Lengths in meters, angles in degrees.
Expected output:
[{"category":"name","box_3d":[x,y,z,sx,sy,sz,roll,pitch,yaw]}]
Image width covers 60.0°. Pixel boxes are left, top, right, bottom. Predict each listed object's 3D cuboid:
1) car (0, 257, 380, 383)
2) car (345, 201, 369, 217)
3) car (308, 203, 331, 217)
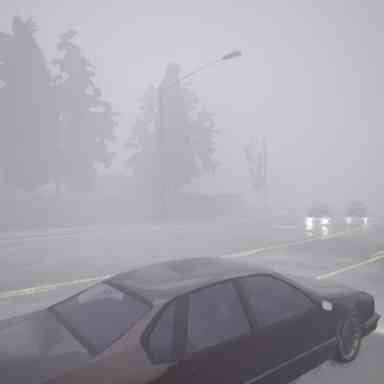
[{"category":"car","box_3d":[0.230,1.565,4.067,5.357,1.411,2.033,0,0,-38]},{"category":"car","box_3d":[16.771,1.675,33.821,1.837,1.490,4.892,0,-1,25]},{"category":"car","box_3d":[13.261,1.808,34.446,1.895,1.301,4.718,-1,-1,26]}]
